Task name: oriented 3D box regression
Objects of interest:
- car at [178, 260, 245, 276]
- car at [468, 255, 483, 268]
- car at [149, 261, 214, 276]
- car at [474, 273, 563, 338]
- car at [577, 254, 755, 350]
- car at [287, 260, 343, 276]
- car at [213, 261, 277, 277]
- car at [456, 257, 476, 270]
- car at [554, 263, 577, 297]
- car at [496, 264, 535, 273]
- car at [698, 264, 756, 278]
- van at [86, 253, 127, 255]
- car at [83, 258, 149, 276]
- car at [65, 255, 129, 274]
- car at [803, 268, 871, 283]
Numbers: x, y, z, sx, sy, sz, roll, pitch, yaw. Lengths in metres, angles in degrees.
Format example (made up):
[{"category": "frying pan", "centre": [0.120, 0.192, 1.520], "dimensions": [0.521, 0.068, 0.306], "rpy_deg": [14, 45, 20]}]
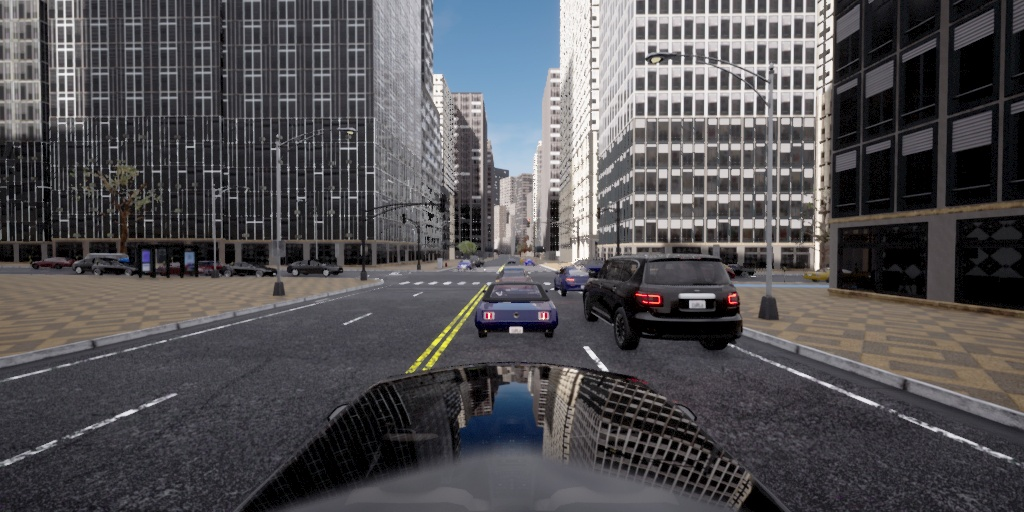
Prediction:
[{"category": "car", "centre": [-28.351, 1.108, 33.932], "dimensions": [4.718, 1.301, 1.895], "rpy_deg": [1, 1, 1]}, {"category": "car", "centre": [-6.632, 0.915, 61.125], "dimensions": [2.150, 2.045, 5.566], "rpy_deg": [0, 0, 0]}, {"category": "car", "centre": [-28.445, 1.133, 31.243], "dimensions": [4.207, 1.307, 1.802], "rpy_deg": [0, 0, 1]}, {"category": "car", "centre": [0.093, 1.345, 10.137], "dimensions": [1.895, 1.301, 4.718], "rpy_deg": [0, 0, 0]}, {"category": "car", "centre": [3.343, 0.967, 9.176], "dimensions": [2.150, 2.045, 5.566], "rpy_deg": [0, 0, 0]}, {"category": "car", "centre": [-18.470, 1.102, 33.738], "dimensions": [4.892, 1.490, 1.837], "rpy_deg": [1, 1, 1]}, {"category": "car", "centre": [-22.761, 1.168, 31.116], "dimensions": [4.313, 1.339, 1.948], "rpy_deg": [0, 0, 1]}, {"category": "car", "centre": [-6.638, 1.232, 51.162], "dimensions": [1.812, 1.442, 4.674], "rpy_deg": [0, 0, -2]}, {"category": "car", "centre": [3.333, 1.264, 18.867], "dimensions": [1.812, 1.442, 4.674], "rpy_deg": [0, 0, 0]}, {"category": "car", "centre": [0.085, 1.302, 18.874], "dimensions": [1.994, 1.385, 4.181], "rpy_deg": [0, 0, 0]}, {"category": "car", "centre": [21.695, 1.504, 36.315], "dimensions": [4.718, 1.301, 1.895], "rpy_deg": [1, 1, 1]}, {"category": "van", "centre": [-45.325, 0.598, 40.060], "dimensions": [3.998, 1.789, 1.690], "rpy_deg": [0, 0, 1]}, {"category": "car", "centre": [-34.126, 1.064, 31.411], "dimensions": [4.313, 1.339, 1.948], "rpy_deg": [0, 0, 1]}, {"category": "car", "centre": [-38.789, 0.917, 34.140], "dimensions": [4.892, 1.490, 1.837], "rpy_deg": [1, 1, 1]}, {"category": "car", "centre": [27.613, 1.574, 30.441], "dimensions": [4.829, 1.417, 1.751], "rpy_deg": [0, 0, 1]}]
